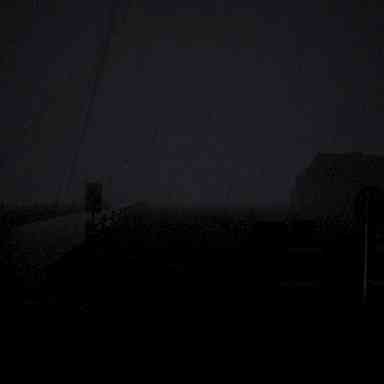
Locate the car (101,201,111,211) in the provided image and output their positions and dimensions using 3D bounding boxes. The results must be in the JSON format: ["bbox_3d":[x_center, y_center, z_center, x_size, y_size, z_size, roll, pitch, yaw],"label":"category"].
[{"bbox_3d":[-13.690,2.105,51.507,2.033,1.411,5.357,1,-1,-6],"label":"car"}]
